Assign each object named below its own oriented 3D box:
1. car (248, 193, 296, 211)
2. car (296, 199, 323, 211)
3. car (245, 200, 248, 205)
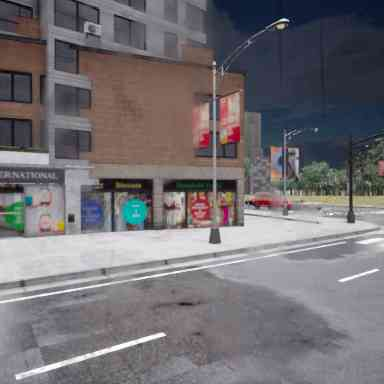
[{"bbox_3d":[9.388,1.122,39.481,2.150,2.045,5.566,0,0,-22],"label":"car"},{"bbox_3d":[13.081,1.491,39.095,1.895,1.301,4.718,0,0,-23],"label":"car"},{"bbox_3d":[9.589,1.471,47.565,1.895,1.301,4.718,0,0,-22],"label":"car"}]
